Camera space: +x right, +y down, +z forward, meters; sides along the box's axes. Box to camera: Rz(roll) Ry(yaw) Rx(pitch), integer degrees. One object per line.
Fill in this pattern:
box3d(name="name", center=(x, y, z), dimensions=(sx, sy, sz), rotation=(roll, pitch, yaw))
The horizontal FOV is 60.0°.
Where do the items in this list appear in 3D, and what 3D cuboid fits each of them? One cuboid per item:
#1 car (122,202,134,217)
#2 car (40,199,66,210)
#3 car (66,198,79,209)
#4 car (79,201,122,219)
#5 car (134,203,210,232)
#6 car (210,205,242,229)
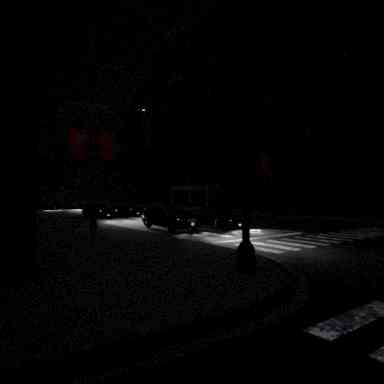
box3d(name="car", center=(-6.326, 1.713, 33.095), dimensions=(1.895, 1.301, 4.718), rotation=(0, 0, -36))
box3d(name="car", center=(-19.627, 1.722, 46.148), dimensions=(2.033, 1.411, 5.357), rotation=(0, 0, -35))
box3d(name="car", center=(-17.571, 1.677, 48.871), dimensions=(2.128, 1.511, 4.902), rotation=(0, 0, -35))
box3d(name="car", center=(-8.489, 1.703, 30.540), dimensions=(1.895, 1.301, 4.718), rotation=(0, 0, -36))
box3d(name="car", center=(-1.386, 1.547, 20.661), dimensions=(2.128, 1.511, 4.902), rotation=(0, 0, -36))
box3d(name="car", center=(1.454, 1.608, 22.338), dimensions=(2.033, 1.411, 5.357), rotation=(0, 0, -33))
